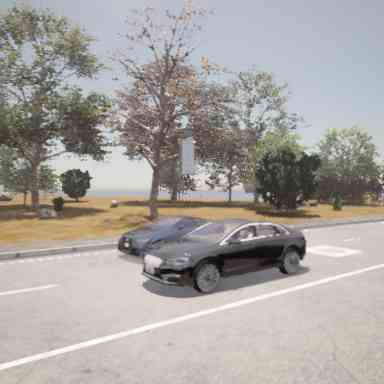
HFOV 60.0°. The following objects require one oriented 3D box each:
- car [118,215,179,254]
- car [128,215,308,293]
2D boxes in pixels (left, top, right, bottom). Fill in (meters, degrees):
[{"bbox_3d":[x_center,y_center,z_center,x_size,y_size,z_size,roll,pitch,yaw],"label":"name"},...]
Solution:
[{"bbox_3d":[-0.522,1.558,12.127,4.181,1.385,1.994,0,0,-36],"label":"car"},{"bbox_3d":[1.056,1.485,8.936,4.902,1.511,2.128,0,0,-35],"label":"car"}]
